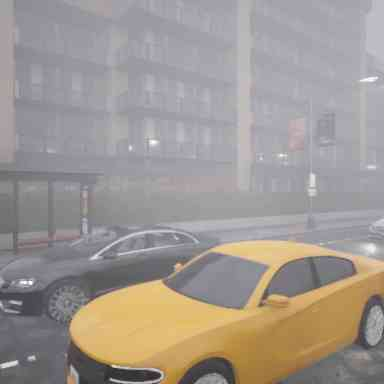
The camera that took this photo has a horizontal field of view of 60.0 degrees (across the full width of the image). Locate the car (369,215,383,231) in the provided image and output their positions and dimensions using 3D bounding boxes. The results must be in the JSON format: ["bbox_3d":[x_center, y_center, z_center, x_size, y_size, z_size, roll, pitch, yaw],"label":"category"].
[{"bbox_3d":[10.199,1.527,15.665,4.674,1.442,1.812,-1,0,-36],"label":"car"}]

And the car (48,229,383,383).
[{"bbox_3d":[0.896,1.478,4.652,5.008,1.535,1.882,0,0,-36],"label":"car"}]

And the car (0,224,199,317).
[{"bbox_3d":[-1.459,1.491,7.272,4.902,1.511,2.128,0,0,-36],"label":"car"}]
